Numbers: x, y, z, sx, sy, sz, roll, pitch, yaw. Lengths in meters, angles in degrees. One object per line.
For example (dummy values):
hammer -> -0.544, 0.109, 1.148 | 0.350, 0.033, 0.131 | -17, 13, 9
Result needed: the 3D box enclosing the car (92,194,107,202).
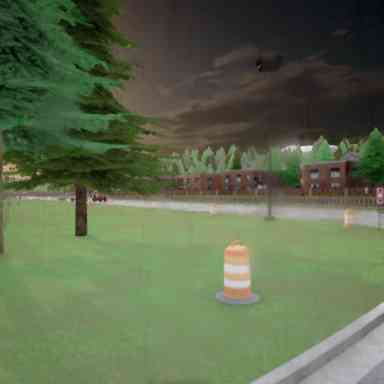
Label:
car -> -23.429, 1.475, 84.275 | 2.150, 2.045, 5.566 | 0, 0, -34
